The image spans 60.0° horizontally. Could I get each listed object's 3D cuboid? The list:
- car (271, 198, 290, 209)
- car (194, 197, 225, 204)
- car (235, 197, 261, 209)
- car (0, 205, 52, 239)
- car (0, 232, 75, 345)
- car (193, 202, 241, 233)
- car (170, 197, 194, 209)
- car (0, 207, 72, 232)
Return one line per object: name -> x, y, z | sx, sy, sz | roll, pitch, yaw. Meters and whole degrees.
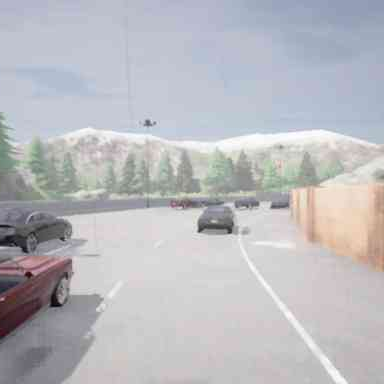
car -> 11.785, 1.418, 42.888 | 1.994, 1.385, 4.181 | 0, 0, 37
car -> 2.590, 1.364, 41.705 | 1.837, 1.490, 4.892 | -1, -1, 32
car -> 7.110, 1.362, 42.321 | 1.837, 1.490, 4.892 | -2, -1, 35
car -> -9.573, 1.504, 17.845 | 1.994, 1.385, 4.181 | 0, 0, 7
car -> -3.391, 1.584, 4.909 | 1.895, 1.301, 4.718 | 0, 0, 0
car -> 1.569, 1.498, 19.452 | 1.994, 1.385, 4.181 | 0, 0, 11
car -> -0.900, 1.334, 42.682 | 1.882, 1.535, 5.008 | -1, 0, 31
car -> -6.560, 1.446, 13.418 | 2.128, 1.511, 4.902 | 0, 0, 4
